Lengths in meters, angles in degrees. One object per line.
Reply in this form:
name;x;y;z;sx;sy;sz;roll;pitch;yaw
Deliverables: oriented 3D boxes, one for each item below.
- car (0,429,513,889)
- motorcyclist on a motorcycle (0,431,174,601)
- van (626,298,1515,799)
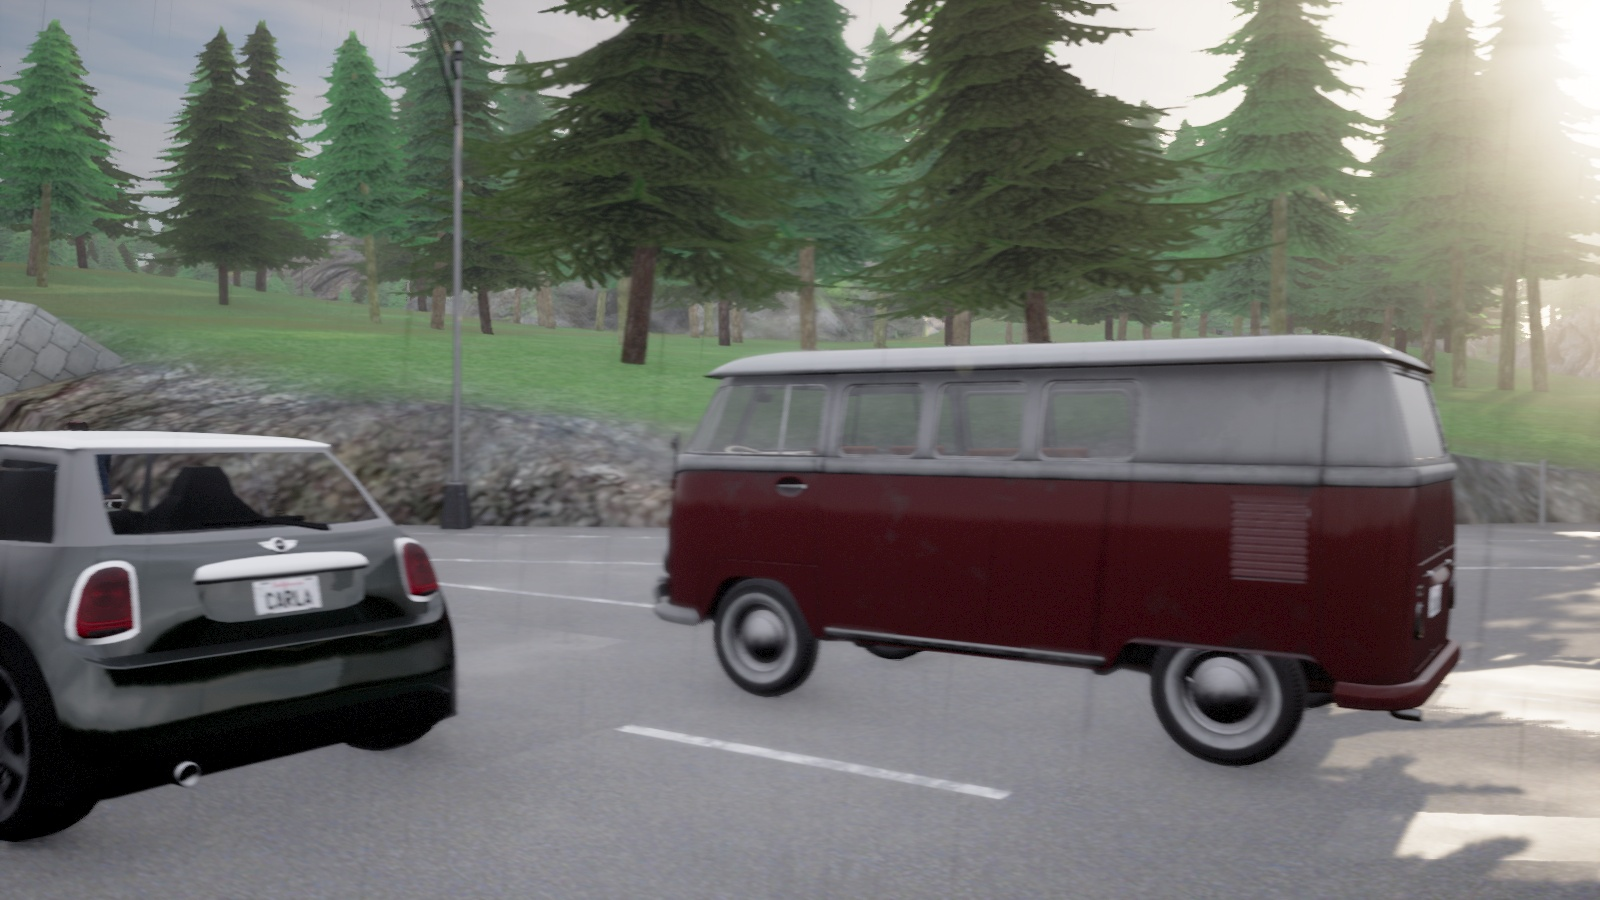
car;-3.438;0.665;5.908;3.806;1.475;1.970;0;1;34
motorcyclist on a motorcycle;-7.237;0.616;12.634;1.817;1.590;0.866;0;1;34
van;1.325;0.385;6.940;4.442;1.987;1.775;0;1;34
